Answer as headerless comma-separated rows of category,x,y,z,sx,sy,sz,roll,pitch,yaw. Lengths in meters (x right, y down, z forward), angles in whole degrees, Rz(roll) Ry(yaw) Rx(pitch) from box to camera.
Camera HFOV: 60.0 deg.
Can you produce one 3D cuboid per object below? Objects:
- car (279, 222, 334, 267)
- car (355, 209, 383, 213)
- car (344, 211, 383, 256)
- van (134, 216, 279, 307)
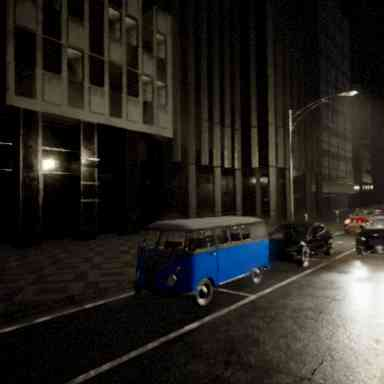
car,4.020,1.830,12.647,1.947,1.339,4.313,-2,-2,40
car,11.209,1.829,21.338,1.967,1.590,4.097,-2,-2,40
car,8.153,1.725,13.609,2.128,1.511,4.902,-2,-2,40
van,0.423,1.547,8.308,1.690,1.788,3.998,-2,-2,40
